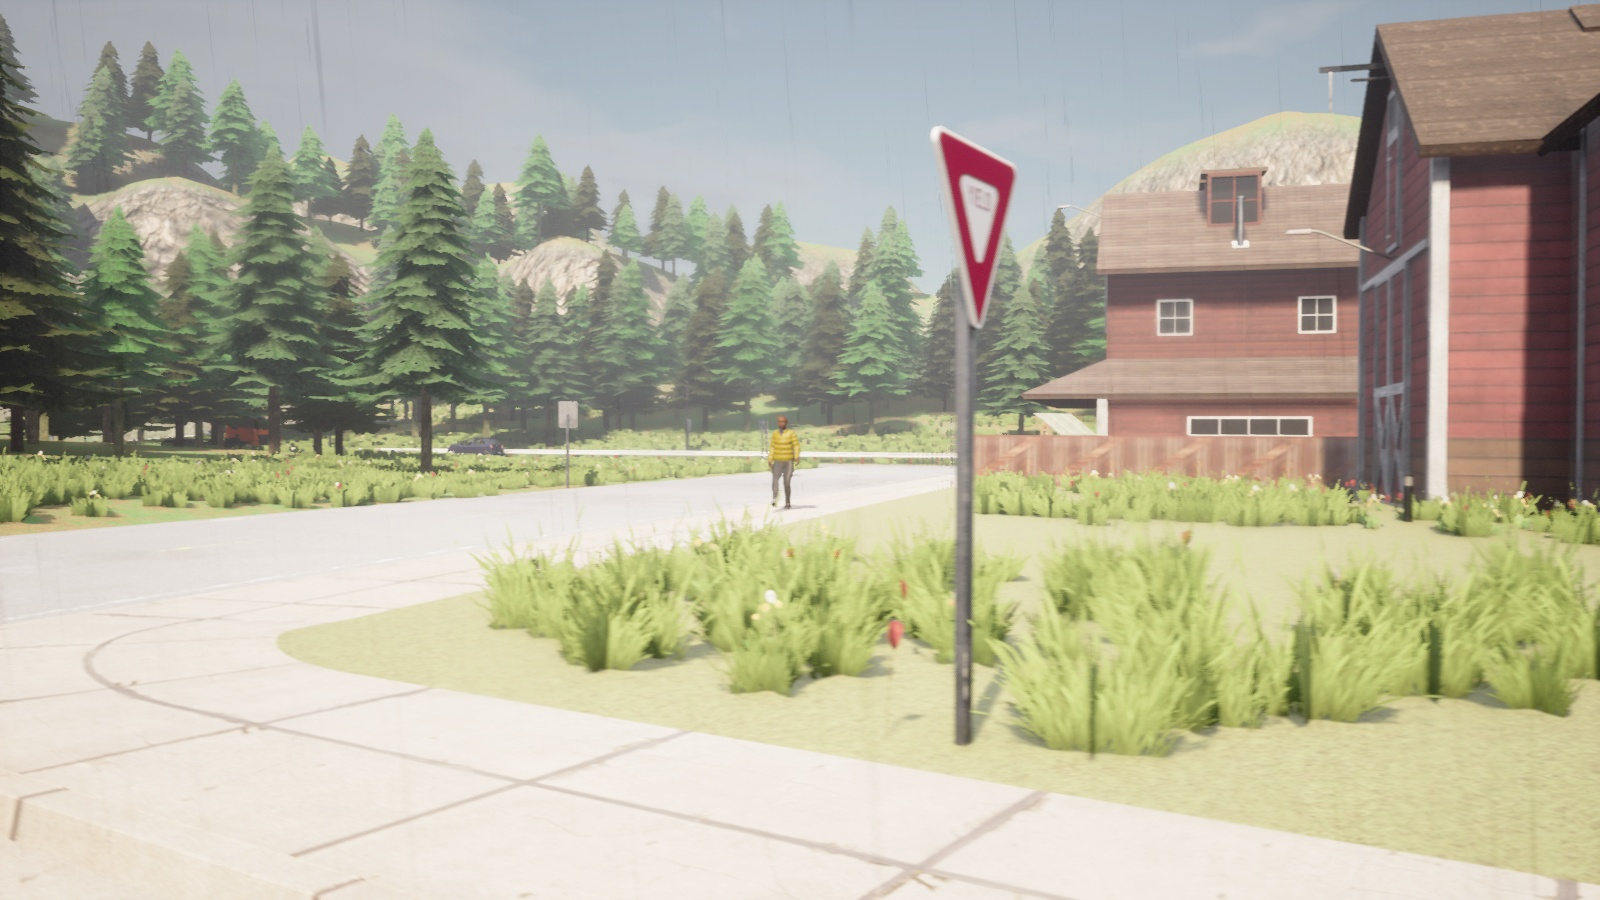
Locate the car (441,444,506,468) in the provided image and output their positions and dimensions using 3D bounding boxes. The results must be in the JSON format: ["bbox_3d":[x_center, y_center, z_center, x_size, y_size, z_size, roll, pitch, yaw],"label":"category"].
[{"bbox_3d":[-21.099,0.363,81.238,3.633,1.501,1.845,-1,1,17],"label":"car"}]

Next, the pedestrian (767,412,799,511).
[{"bbox_3d":[-0.314,0.215,23.626,0.370,1.835,0.726,-1,1,16],"label":"pedestrian"}]

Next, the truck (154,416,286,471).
[{"bbox_3d":[-38.155,-0.421,82.638,7.936,3.462,2.891,-1,1,17],"label":"truck"}]
